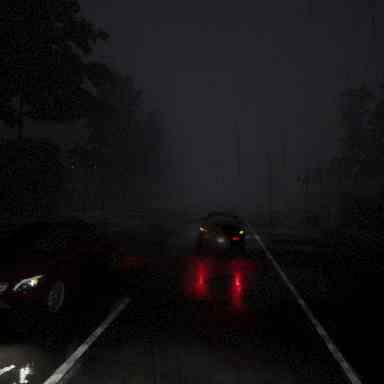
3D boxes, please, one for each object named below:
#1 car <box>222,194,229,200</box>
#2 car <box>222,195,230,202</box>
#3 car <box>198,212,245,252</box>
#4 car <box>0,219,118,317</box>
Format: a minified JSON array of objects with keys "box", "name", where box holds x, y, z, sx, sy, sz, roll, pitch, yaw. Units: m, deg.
[{"box":[9.398,1.483,92.307,1.812,1.442,4.674,3,0,6],"name":"car"},{"box":[8.358,1.640,82.360,1.994,1.385,4.181,3,0,6],"name":"car"},{"box":[1.298,1.566,14.288,1.812,1.442,4.674,3,0,6],"name":"car"},{"box":[-3.023,1.356,7.282,1.812,1.442,4.674,3,0,5],"name":"car"}]
